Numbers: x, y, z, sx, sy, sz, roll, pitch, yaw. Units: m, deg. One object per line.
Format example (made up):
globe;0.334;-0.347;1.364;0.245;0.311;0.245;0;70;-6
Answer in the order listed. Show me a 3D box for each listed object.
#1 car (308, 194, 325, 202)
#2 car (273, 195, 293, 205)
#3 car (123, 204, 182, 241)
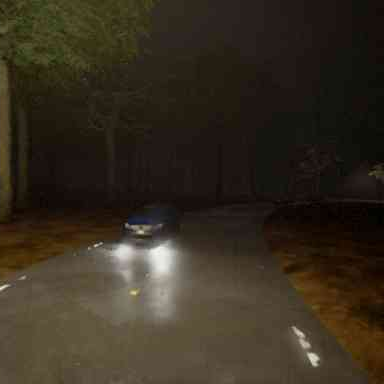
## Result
car;22.816;1.076;60.982;1.837;1.490;4.892;2;1;41
car;12.872;1.101;46.809;1.994;1.385;4.181;1;1;30
car;-1.654;1.298;15.488;1.812;1.442;4.674;0;1;10
